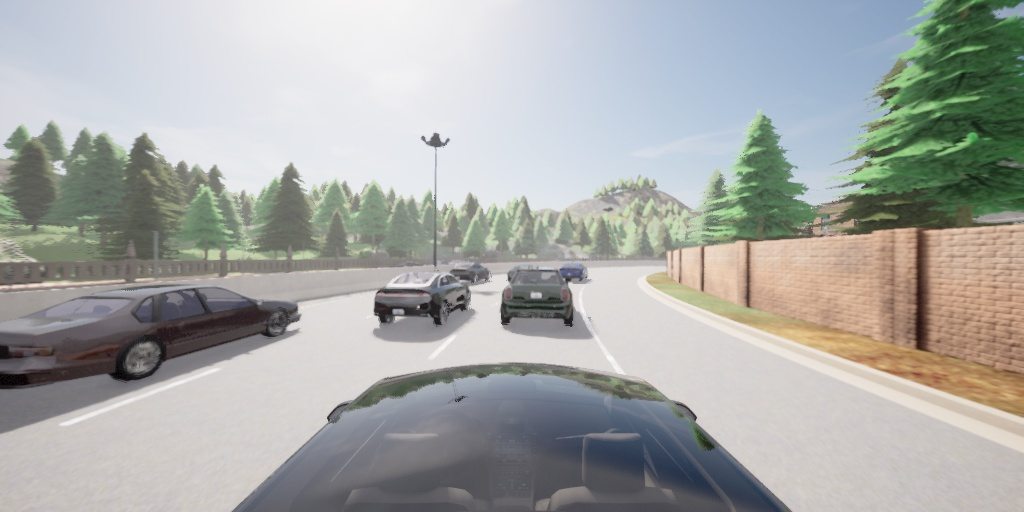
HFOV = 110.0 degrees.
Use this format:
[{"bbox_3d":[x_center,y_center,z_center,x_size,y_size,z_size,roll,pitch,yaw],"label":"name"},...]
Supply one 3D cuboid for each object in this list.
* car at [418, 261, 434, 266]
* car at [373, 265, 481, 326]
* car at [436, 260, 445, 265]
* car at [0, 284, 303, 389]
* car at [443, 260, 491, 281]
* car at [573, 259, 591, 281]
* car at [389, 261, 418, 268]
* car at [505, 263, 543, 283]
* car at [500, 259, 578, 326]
[{"bbox_3d":[-8.733,1.244,43.011,1.812,1.442,4.674,0,0,24],"label":"car"},{"bbox_3d":[-2.659,1.231,11.661,2.128,1.511,4.902,0,0,6],"label":"car"},{"bbox_3d":[-6.155,1.224,40.111,2.128,1.511,4.902,0,0,23],"label":"car"},{"bbox_3d":[-6.650,1.265,7.081,2.033,1.411,5.357,0,0,4],"label":"car"},{"bbox_3d":[-3.086,1.247,27.190,1.837,1.490,4.892,0,0,16],"label":"car"},{"bbox_3d":[5.270,1.264,30.428,1.882,1.535,5.008,0,0,19],"label":"car"},{"bbox_3d":[-12.581,1.300,42.974,1.895,1.301,4.718,0,0,23],"label":"car"},{"bbox_3d":[1.028,1.328,28.715,1.994,1.385,4.181,0,0,17],"label":"car"},{"bbox_3d":[0.920,1.110,12.023,2.097,1.767,4.553,0,0,7],"label":"car"}]
